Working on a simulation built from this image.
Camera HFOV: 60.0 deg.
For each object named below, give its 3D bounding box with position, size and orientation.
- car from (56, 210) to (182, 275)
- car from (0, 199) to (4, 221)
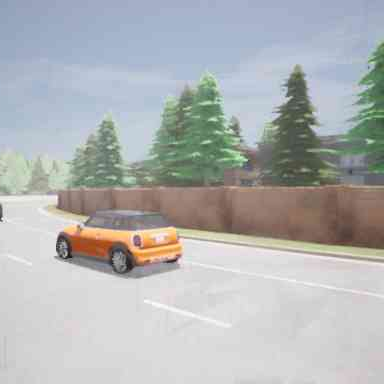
[{"bbox_3d":[-2.502,1.363,10.810,4.553,1.767,2.097,0,0,41],"label":"car"},{"bbox_3d":[-16.137,1.192,25.923,2.150,2.045,5.566,0,0,-36],"label":"car"}]
